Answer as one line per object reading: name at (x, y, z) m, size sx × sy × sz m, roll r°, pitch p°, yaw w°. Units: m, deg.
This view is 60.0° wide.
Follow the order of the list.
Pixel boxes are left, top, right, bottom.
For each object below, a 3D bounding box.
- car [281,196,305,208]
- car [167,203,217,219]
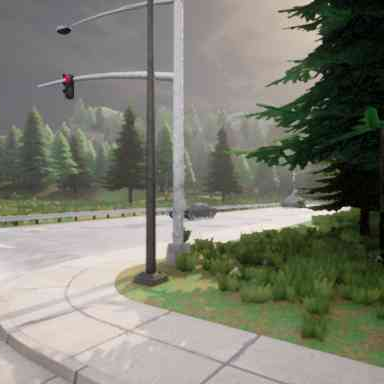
car at (14.045, 1.317, 46.335) m, size 2.097 × 1.767 × 4.553 m, roll 0°, pitch 0°, yaw 37°
car at (0.106, 1.567, 26.806) m, size 1.895 × 1.301 × 4.718 m, roll 0°, pitch 0°, yaw 35°
